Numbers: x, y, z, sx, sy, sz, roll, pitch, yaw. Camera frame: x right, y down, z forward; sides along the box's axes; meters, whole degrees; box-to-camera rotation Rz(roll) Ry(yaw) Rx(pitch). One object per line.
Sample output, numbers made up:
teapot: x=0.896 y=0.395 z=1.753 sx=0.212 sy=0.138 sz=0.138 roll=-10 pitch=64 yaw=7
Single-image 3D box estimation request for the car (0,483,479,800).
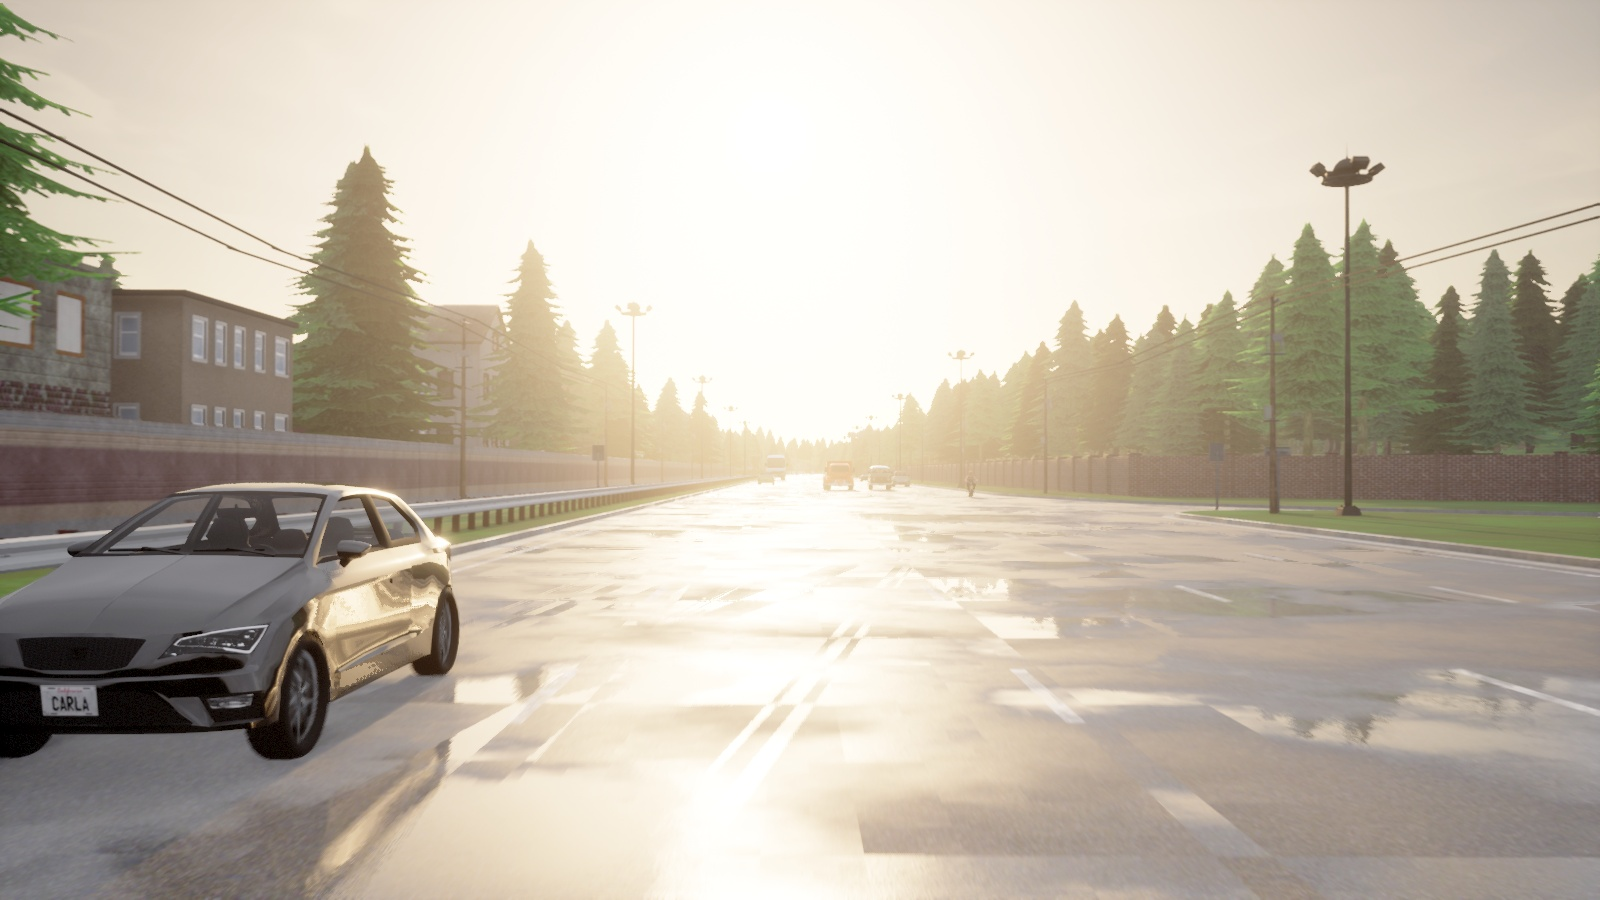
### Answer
car: x=-3.520 y=0.978 z=8.138 sx=1.816 sy=1.474 sz=4.193 roll=0 pitch=-1 yaw=0
